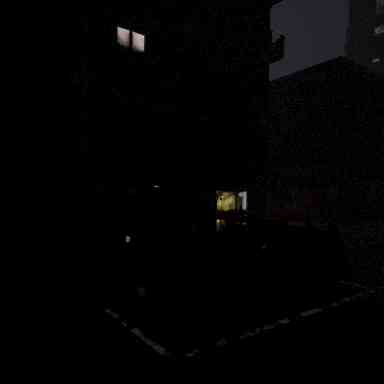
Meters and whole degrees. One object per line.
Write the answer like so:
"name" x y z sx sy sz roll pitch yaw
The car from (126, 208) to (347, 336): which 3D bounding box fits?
"car" 1.210 1.317 6.927 5.009 1.841 2.192 0 2 -35
